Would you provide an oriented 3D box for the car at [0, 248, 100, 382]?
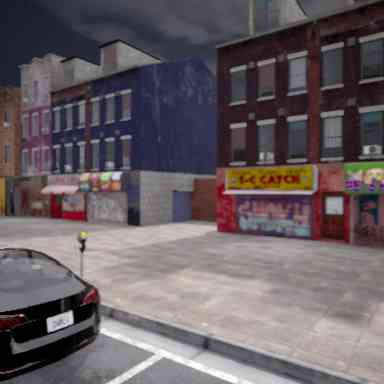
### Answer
[{"bbox_3d":[-3.234,1.542,5.104,4.313,1.339,1.947,0,0,35],"label":"car"}]
